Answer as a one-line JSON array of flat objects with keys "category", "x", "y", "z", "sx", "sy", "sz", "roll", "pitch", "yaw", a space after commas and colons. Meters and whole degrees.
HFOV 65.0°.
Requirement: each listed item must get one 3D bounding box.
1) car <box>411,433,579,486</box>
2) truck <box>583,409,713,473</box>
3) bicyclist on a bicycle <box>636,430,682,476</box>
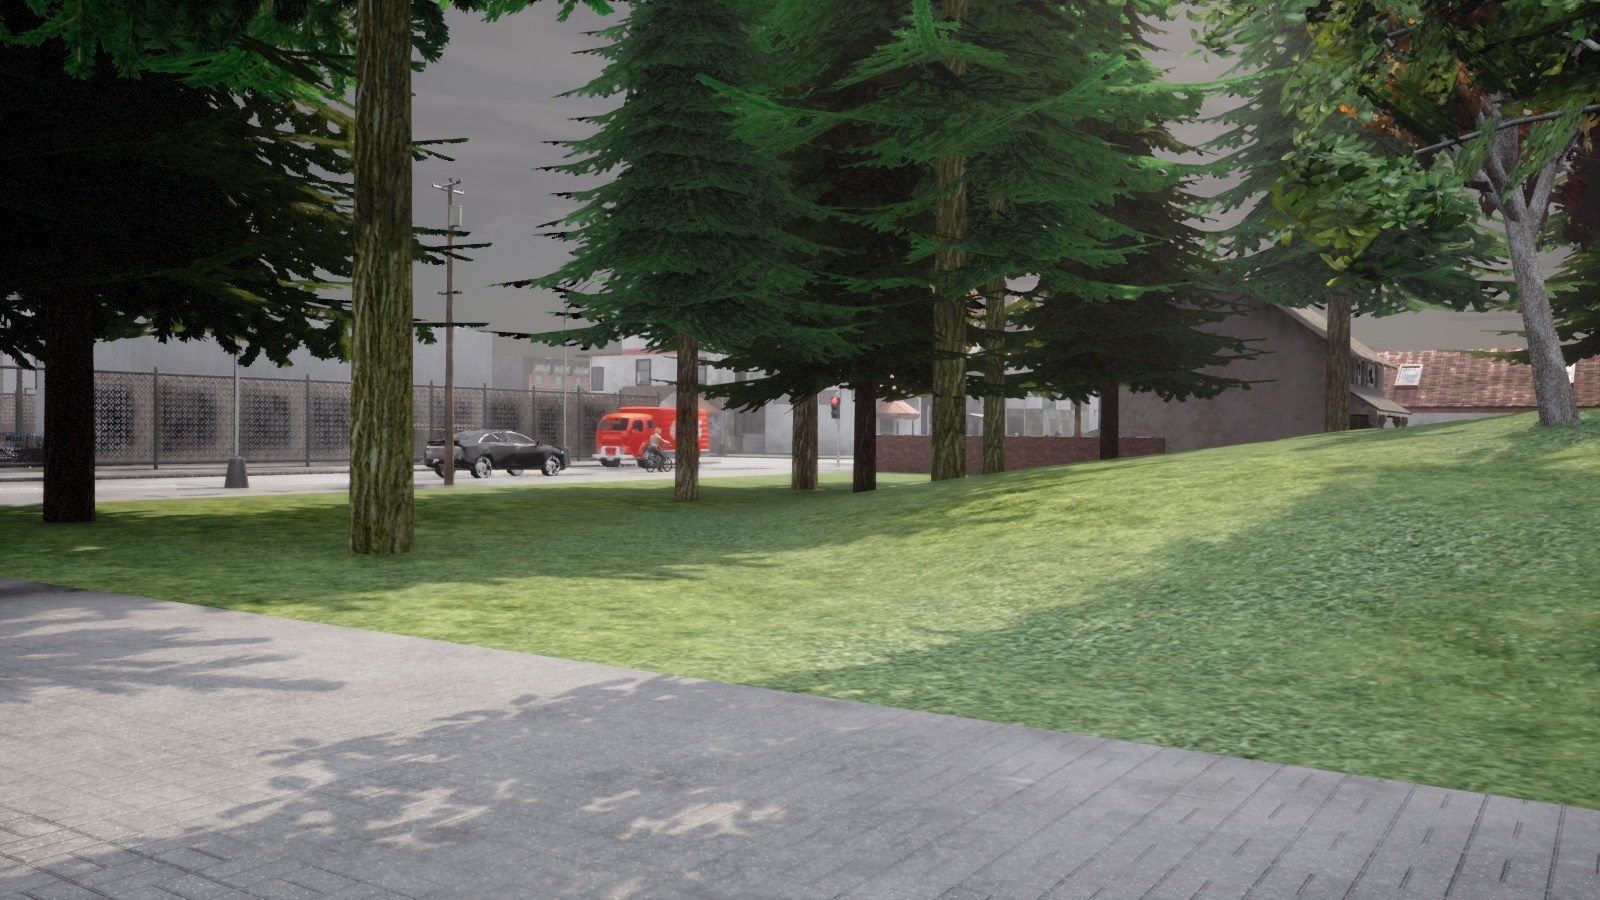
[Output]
[{"category": "car", "x": -9.367, "y": 0.240, "z": 38.970, "sx": 2.128, "sy": 1.511, "sz": 4.902, "roll": 0, "pitch": 1, "yaw": 34}, {"category": "truck", "x": -6.124, "y": -0.399, "z": 51.218, "sx": 2.627, "sy": 2.467, "sz": 5.204, "roll": 0, "pitch": 1, "yaw": 30}, {"category": "bicyclist on a bicycle", "x": -5.094, "y": 0.094, "z": 45.400, "sx": 0.866, "sy": 1.612, "sz": 1.509, "roll": 0, "pitch": 1, "yaw": 33}]
